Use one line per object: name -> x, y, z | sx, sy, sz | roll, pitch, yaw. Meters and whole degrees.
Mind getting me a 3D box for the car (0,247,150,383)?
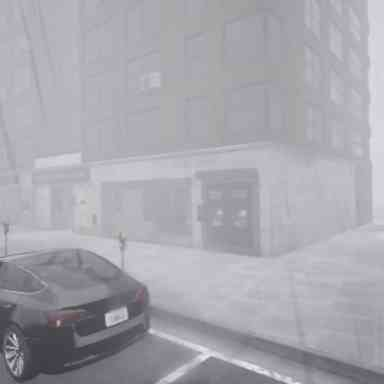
car -> -2.543, 1.590, 5.395 | 4.313, 1.339, 1.947 | -1, 0, 39
